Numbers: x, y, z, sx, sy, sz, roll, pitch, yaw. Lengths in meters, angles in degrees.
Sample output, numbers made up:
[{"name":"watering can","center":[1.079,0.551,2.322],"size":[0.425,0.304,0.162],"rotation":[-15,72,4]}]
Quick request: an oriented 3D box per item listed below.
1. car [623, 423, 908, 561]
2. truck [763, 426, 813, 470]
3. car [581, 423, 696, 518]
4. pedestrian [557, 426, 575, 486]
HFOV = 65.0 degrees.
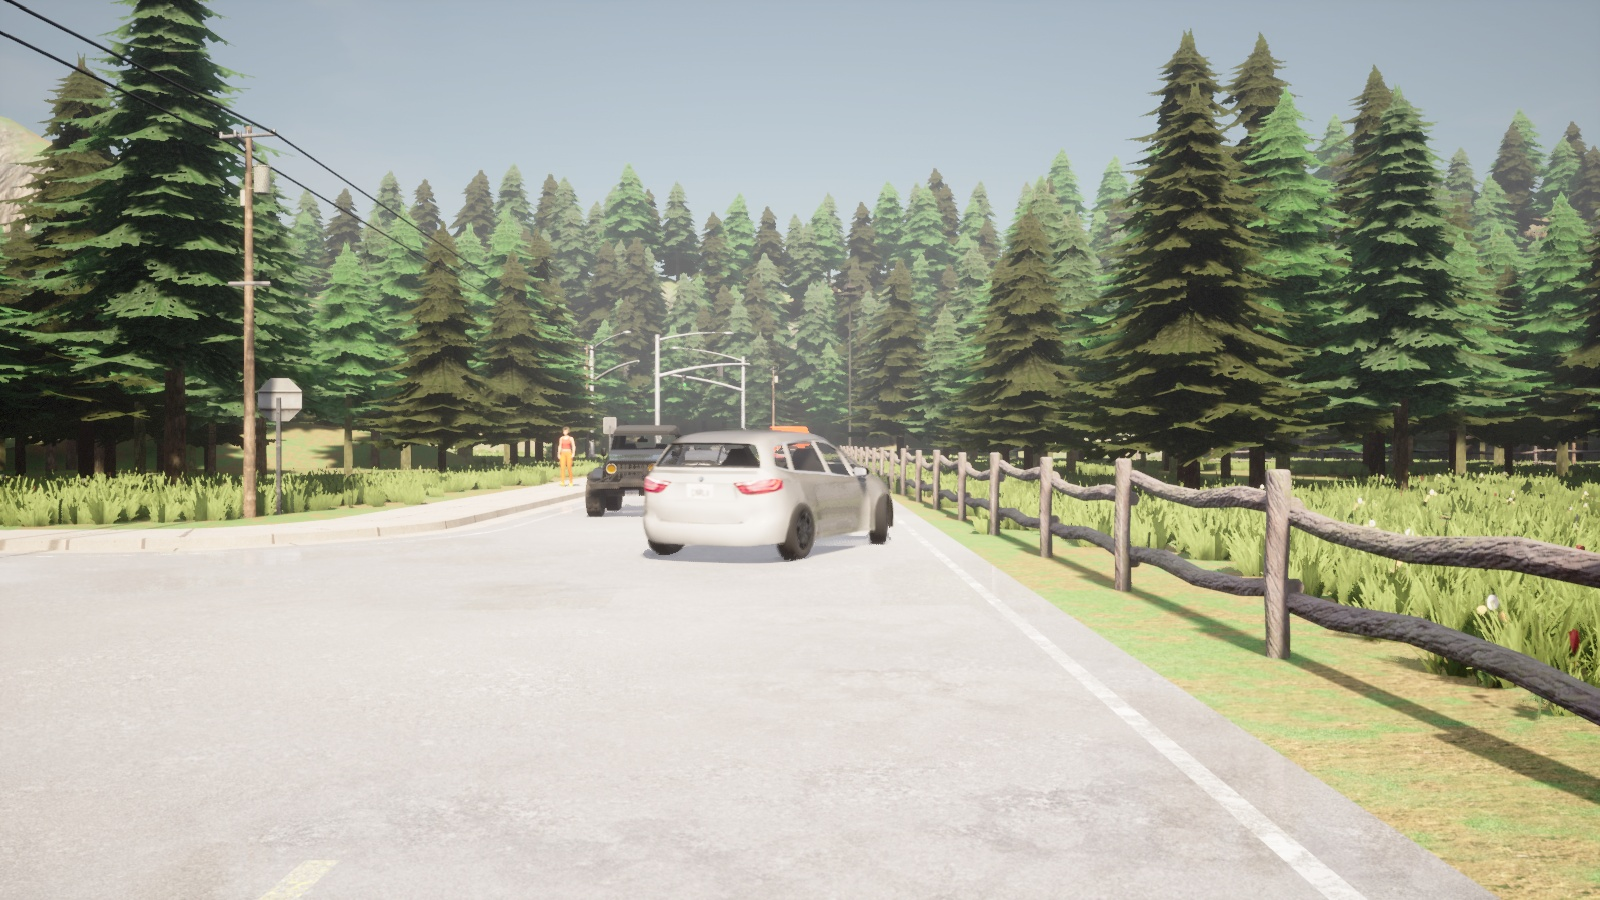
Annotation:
[{"name":"car","center":[-0.301,0.492,17.790],"size":[2.242,1.667,4.611],"rotation":[0,0,24]},{"name":"truck","center":[-0.764,-0.137,73.175],"size":[2.627,2.467,5.204],"rotation":[0,1,-4]},{"name":"car","center":[-3.336,0.389,26.623],"size":[1.905,1.878,3.866],"rotation":[0,0,0]},{"name":"pedestrian","center":[-7.146,0.184,38.401],"size":[0.345,1.836,0.594],"rotation":[0,0,12]}]
